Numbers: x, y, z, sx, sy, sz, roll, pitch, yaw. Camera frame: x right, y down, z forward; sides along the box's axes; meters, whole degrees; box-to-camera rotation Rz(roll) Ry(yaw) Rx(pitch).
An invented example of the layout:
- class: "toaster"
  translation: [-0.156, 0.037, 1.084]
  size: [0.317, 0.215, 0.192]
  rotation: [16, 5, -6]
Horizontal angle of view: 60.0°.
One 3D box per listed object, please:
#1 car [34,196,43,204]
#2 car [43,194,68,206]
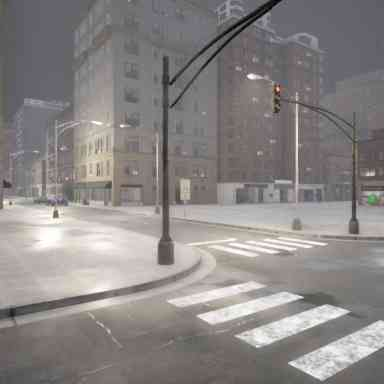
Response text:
- class: "car"
  translation: [-25.409, 1.288, 56.331]
  size: [1.994, 1.385, 4.181]
  rotation: [0, 0, -36]
- class: "car"
  translation: [-19.612, 1.119, 48.219]
  size: [2.097, 1.767, 4.553]
  rotation: [0, 0, -36]
